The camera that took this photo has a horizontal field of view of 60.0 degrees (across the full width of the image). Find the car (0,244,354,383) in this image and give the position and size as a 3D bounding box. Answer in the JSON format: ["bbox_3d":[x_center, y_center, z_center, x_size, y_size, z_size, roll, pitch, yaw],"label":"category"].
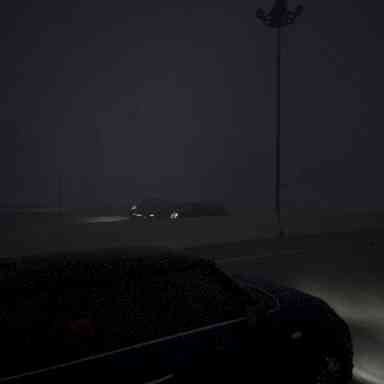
[{"bbox_3d":[-0.367,1.348,3.381,4.553,1.767,2.097,1,0,-35],"label":"car"}]

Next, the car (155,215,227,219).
[{"bbox_3d":[0.150,1.364,20.705,4.553,1.767,2.097,0,0,-32],"label":"car"}]

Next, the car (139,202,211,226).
[{"bbox_3d":[-1.163,1.509,24.032,4.892,1.490,1.837,0,0,-32],"label":"car"}]
